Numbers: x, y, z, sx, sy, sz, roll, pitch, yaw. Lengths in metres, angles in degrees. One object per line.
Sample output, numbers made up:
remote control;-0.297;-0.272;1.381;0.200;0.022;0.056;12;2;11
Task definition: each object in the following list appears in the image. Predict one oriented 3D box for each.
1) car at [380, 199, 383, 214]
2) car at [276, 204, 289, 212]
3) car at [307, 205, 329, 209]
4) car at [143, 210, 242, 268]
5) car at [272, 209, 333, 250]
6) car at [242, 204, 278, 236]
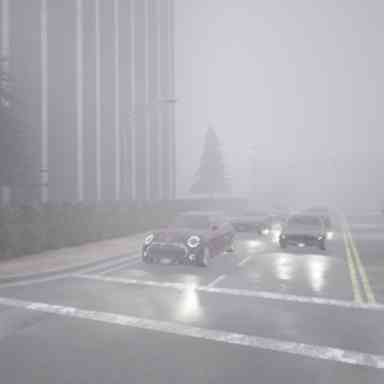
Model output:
car;22.701;1.518;37.550;2.150;2.045;5.566;-1;-1;24
car;7.583;1.851;29.383;2.128;1.511;4.902;-1;-1;24
car;9.274;1.742;24.525;1.882;1.535;5.008;-1;-1;24
car;0.085;1.543;12.223;2.097;1.767;4.553;-1;-1;24
car;5.351;1.724;15.538;2.033;1.411;5.357;-1;-1;24
car;3.774;1.751;20.677;1.882;1.535;5.008;-1;-1;24
